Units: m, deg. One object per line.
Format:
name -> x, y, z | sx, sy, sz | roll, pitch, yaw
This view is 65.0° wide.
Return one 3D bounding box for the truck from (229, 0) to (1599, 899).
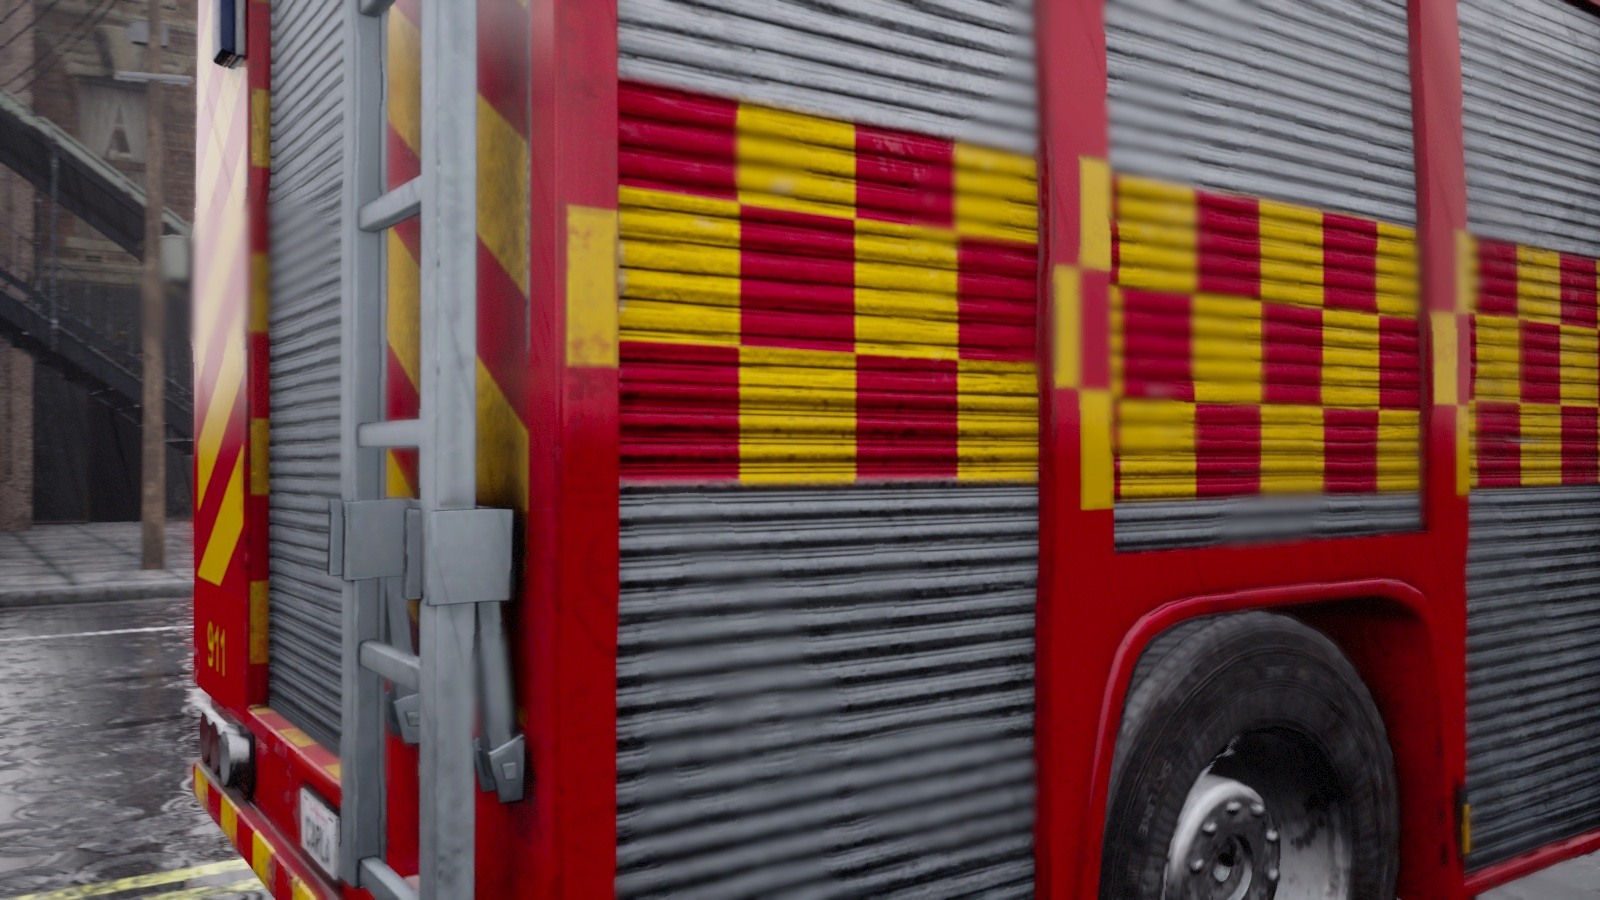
truck -> 2.427, -0.412, 5.353 | 8.468, 3.827, 2.891 | 0, 0, -35
